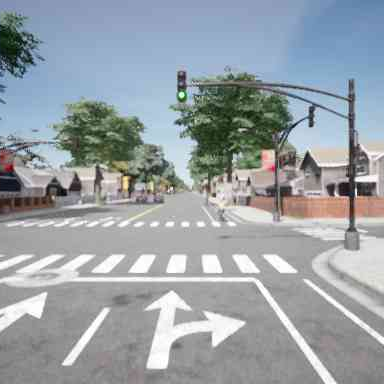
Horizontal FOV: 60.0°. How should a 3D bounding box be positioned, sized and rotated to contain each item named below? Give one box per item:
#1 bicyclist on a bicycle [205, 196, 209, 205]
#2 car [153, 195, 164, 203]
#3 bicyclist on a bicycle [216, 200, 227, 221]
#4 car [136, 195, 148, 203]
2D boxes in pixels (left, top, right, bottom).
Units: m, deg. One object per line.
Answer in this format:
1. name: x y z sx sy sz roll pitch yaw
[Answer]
1. bicyclist on a bicycle: 2.249 1.345 49.730 0.582 1.620 1.656 0 0 0
2. car: -6.501 1.354 65.104 2.128 1.511 4.902 0 0 0
3. bicyclist on a bicycle: 2.230 1.388 25.243 0.866 1.612 1.509 0 0 0
4. car: -9.750 1.359 65.103 2.128 1.511 4.902 0 0 0
